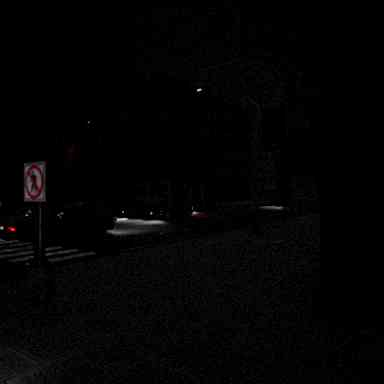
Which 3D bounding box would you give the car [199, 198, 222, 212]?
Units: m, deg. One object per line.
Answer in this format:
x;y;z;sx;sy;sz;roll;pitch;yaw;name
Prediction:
1.400;1.419;38.002;2.033;1.411;5.357;0;0;36;car

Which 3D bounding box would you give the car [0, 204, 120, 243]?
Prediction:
-6.250;1.501;15.593;2.033;1.411;5.357;0;0;35;car

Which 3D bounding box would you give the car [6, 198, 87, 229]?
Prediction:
-9.634;1.303;22.411;2.097;1.767;4.553;0;0;35;car

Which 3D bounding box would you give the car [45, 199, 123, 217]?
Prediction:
-6.910;1.297;20.632;2.097;1.767;4.553;0;0;35;car

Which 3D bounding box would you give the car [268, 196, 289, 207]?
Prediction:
12.526;1.328;47.972;1.812;1.442;4.674;0;0;36;car

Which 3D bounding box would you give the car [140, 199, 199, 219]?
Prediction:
-1.775;1.413;27.888;1.837;1.490;4.892;0;0;35;car

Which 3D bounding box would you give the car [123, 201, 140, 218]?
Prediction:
-4.644;1.479;29.470;1.994;1.385;4.181;0;0;35;car
